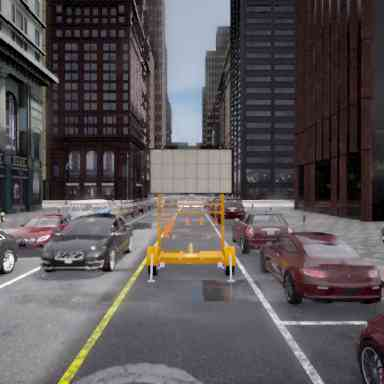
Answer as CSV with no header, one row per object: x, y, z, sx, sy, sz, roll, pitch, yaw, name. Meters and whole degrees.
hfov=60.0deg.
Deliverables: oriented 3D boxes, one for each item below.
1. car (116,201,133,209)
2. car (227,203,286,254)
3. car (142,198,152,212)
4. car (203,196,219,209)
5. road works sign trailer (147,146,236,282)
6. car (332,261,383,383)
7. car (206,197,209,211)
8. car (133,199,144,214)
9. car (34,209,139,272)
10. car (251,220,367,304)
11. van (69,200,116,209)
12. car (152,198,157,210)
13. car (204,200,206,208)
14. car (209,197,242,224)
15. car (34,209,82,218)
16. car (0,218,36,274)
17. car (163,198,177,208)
-5.822,1.531,24.545,1.752,1.417,4.829,0,0,0,car
2.728,1.441,13.467,1.967,1.590,4.097,0,0,0,car
-5.848,1.580,35.989,1.947,1.339,4.313,0,0,0,car
2.650,1.464,47.283,1.967,1.590,4.097,0,0,0,car
-0.023,0.465,9.713,2.380,3.560,2.880,0,0,0,road works sign trailer
2.755,1.582,2.194,1.802,1.307,4.206,0,0,0,car
2.688,1.324,30.375,2.192,1.841,5.009,0,0,0,car
-5.835,1.591,30.352,1.802,1.307,4.206,0,0,0,car
-3.125,1.505,10.818,1.837,1.490,4.892,0,0,0,car
2.741,1.582,7.831,1.802,1.307,4.206,0,0,0,car
-5.810,1.344,19.079,1.690,1.788,3.998,0,0,0,van
-5.861,1.585,41.625,1.947,1.339,4.313,0,0,0,car
2.676,1.579,36.011,1.947,1.339,4.313,0,0,0,car
2.701,1.321,24.738,2.192,1.841,5.009,0,0,0,car
-5.796,1.583,13.443,1.802,1.307,4.206,0,0,0,car
-5.784,1.551,7.805,2.008,1.369,4.403,0,0,0,car
-3.111,1.573,48.442,2.033,1.411,5.357,0,0,0,car
